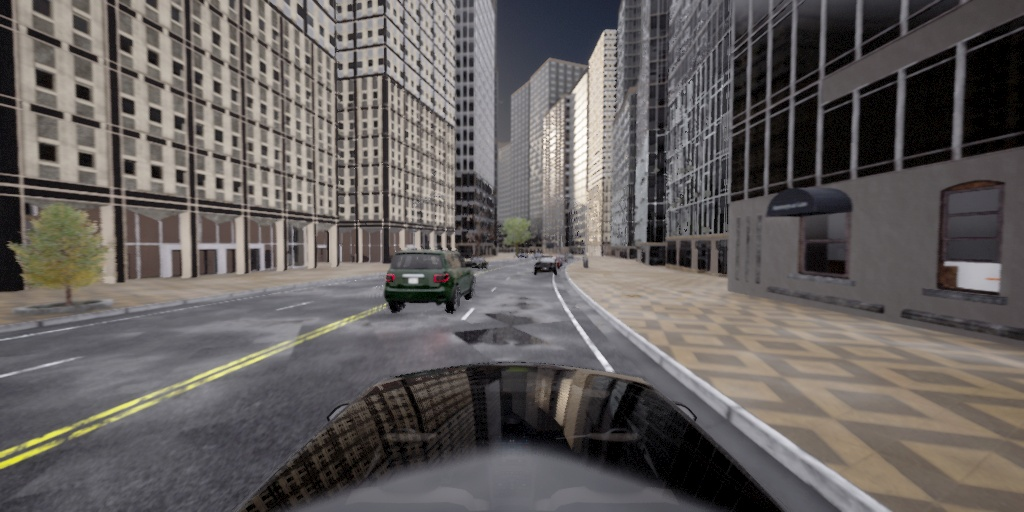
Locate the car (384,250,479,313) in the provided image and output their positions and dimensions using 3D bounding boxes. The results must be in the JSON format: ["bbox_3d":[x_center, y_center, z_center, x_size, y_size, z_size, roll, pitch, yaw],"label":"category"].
[{"bbox_3d":[-2.786,0.790,13.267,2.150,2.045,5.566,0,1,3],"label":"car"}]

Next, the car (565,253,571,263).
[{"bbox_3d":[8.941,0.424,64.670,2.033,1.411,5.357,1,1,14],"label":"car"}]

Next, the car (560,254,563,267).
[{"bbox_3d":[4.455,0.683,40.815,1.882,1.535,5.008,1,1,10],"label":"car"}]

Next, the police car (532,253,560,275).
[{"bbox_3d":[2.980,0.761,31.286,1.930,1.638,5.238,0,1,8],"label":"police car"}]

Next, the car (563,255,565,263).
[{"bbox_3d":[5.544,0.653,46.566,1.812,1.442,4.674,1,1,11],"label":"car"}]

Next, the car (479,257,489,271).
[{"bbox_3d":[-3.755,0.804,37.199,1.895,1.301,4.718,1,1,9],"label":"car"}]
